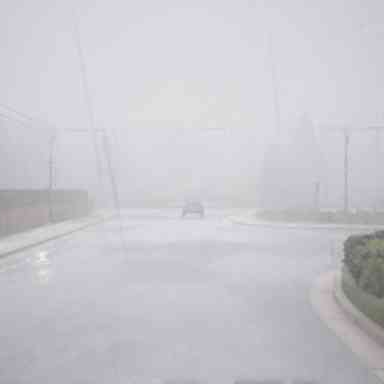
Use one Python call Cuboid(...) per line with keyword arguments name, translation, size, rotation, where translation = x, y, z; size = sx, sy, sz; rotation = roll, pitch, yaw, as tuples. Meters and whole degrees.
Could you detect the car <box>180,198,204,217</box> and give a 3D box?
Cuboid(name="car", translation=(0.019, 1.310, 29.513), size=(2.128, 1.511, 4.902), rotation=(0, 0, -2))
